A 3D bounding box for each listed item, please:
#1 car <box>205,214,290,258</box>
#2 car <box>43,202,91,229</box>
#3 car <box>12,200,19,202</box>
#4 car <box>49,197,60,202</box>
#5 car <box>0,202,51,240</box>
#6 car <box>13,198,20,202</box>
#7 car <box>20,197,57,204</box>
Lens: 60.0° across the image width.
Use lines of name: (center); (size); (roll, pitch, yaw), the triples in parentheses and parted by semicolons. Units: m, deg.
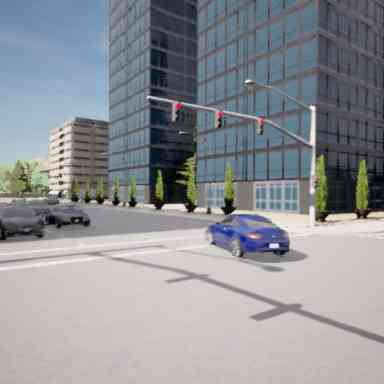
car: (2.010, 1.579, 12.963); (1.812, 1.442, 4.674); (1, 0, -16)
car: (-8.178, 1.570, 21.932); (1.994, 1.385, 4.181); (1, 0, -36)
car: (-14.258, 1.506, 24.442); (1.812, 1.442, 4.674); (1, 0, -35)
car: (-24.082, 1.600, 57.123); (2.033, 1.411, 5.357); (0, 0, -35)
car: (-8.908, 1.486, 16.942); (1.837, 1.490, 4.892); (1, 0, -37)
car: (-19.909, 1.495, 38.642); (2.128, 1.511, 4.902); (0, 0, -34)
car: (-14.027, 1.509, 30.208); (1.837, 1.490, 4.892); (1, 0, -35)
